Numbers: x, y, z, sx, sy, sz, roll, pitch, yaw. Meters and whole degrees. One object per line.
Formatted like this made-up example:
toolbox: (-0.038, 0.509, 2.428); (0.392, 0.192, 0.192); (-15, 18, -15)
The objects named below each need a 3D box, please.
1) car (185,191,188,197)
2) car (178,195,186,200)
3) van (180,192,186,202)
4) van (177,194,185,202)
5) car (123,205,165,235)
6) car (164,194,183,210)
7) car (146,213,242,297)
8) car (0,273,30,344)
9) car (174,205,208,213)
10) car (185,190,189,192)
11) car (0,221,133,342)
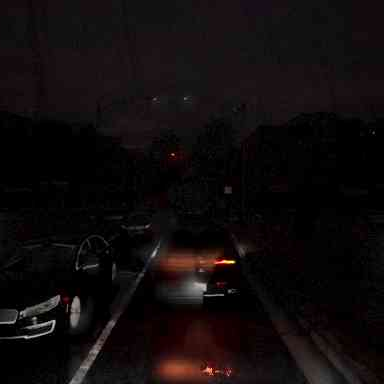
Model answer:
car: (-2.595, 1.318, 71.940); (2.192, 1.841, 5.009); (-1, 0, 0)
car: (-2.569, 1.442, 88.560); (2.008, 1.369, 4.403); (-1, 0, 0)
van: (-2.599, 1.369, 66.396); (1.690, 1.788, 3.998); (-1, 0, 0)
van: (-2.587, 1.313, 77.476); (1.690, 1.788, 3.998); (-1, 0, 0)
car: (-2.642, 1.584, 17.463); (1.802, 1.307, 4.206); (-2, 0, 0)
car: (-2.623, 1.489, 44.240); (1.967, 1.590, 4.097); (-2, 0, 0)
car: (0.111, 1.503, 8.521); (1.837, 1.490, 4.892); (0, 0, 0)
car: (-2.658, 1.550, 1.120); (2.008, 1.369, 4.403); (-2, 0, 0)
car: (0.147, 1.604, 18.652); (1.895, 1.301, 4.718); (0, 0, 1)
car: (-2.566, 1.145, 94.110); (2.192, 1.841, 5.009); (-1, 1, 0)
car: (-2.653, 1.549, 6.568); (2.008, 1.369, 4.403); (-2, 0, 0)
